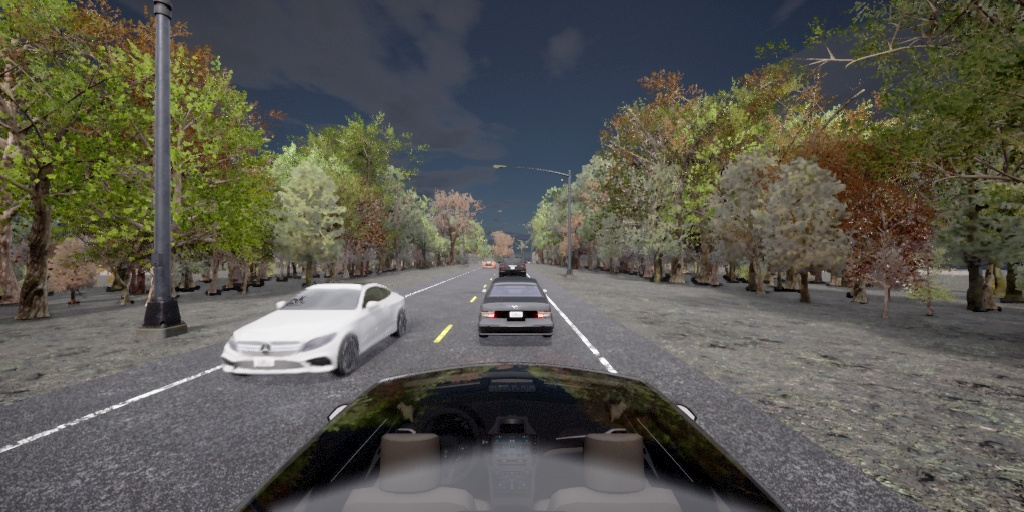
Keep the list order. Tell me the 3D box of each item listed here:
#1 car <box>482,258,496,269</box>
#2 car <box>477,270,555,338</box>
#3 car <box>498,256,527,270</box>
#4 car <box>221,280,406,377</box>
[{"bbox_3d":[-3.674,1.132,58.092,2.097,1.767,4.553,0,0,0],"label":"car"},{"bbox_3d":[0.082,1.302,10.203,2.033,1.411,5.357,0,0,0],"label":"car"},{"bbox_3d":[0.042,0.987,29.292,2.150,2.045,5.566,0,0,0],"label":"car"},{"bbox_3d":[-3.611,1.279,7.546,1.812,1.442,4.674,0,0,0],"label":"car"}]
